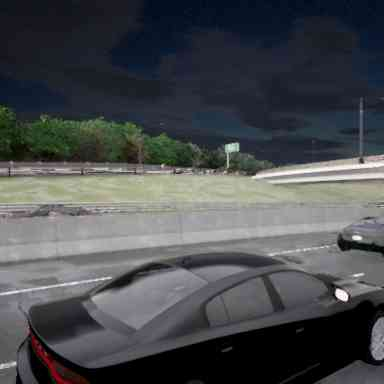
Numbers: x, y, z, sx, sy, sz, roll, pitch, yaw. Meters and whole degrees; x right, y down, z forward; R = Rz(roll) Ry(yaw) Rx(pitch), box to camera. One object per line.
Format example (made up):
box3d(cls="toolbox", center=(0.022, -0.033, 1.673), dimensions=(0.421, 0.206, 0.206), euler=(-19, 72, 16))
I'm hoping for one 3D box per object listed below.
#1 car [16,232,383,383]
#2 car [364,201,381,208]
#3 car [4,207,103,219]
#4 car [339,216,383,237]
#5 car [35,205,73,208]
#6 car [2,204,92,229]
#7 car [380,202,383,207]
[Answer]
box3d(cls="car", center=(0.635, 1.493, 4.180), dimensions=(5.008, 1.535, 1.882), euler=(0, 0, -35))
box3d(cls="car", center=(25.847, 2.086, 46.251), dimensions=(4.892, 1.490, 1.837), euler=(1, -1, -32))
box3d(cls="car", center=(-6.684, 1.623, 16.385), dimensions=(4.718, 1.301, 1.895), euler=(0, 0, -35))
box3d(cls="car", center=(7.723, 1.676, 13.327), dimensions=(4.181, 1.385, 1.994), euler=(1, 0, -34))
box3d(cls="car", center=(-7.495, 1.597, 20.082), dimensions=(4.181, 1.385, 1.994), euler=(1, 0, -35))
box3d(cls="car", center=(-9.832, 1.577, 22.735), dimensions=(5.357, 1.411, 2.033), euler=(0, 0, -35))
box3d(cls="car", center=(26.555, 2.081, 42.556), dimensions=(4.674, 1.442, 1.812), euler=(1, -1, -33))
